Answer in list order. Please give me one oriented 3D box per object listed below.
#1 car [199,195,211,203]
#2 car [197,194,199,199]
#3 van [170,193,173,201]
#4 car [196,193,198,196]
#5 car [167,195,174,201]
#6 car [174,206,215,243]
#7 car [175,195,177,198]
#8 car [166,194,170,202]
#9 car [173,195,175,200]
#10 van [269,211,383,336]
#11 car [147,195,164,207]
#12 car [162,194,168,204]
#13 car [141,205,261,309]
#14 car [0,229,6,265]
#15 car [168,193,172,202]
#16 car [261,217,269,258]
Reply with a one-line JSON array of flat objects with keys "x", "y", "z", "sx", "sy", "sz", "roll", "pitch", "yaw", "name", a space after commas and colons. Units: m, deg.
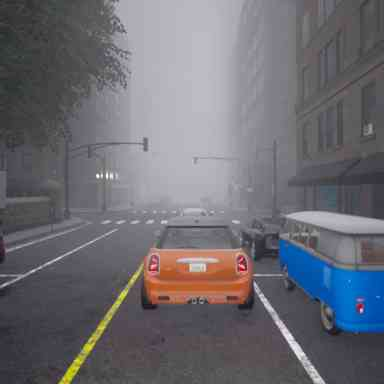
[{"x": 2.841, "y": 1.405, "z": 66.480, "sx": 1.967, "sy": 1.590, "sz": 4.097, "roll": 0, "pitch": 0, "yaw": 0, "name": "car"}, {"x": 2.839, "y": 1.517, "z": 77.378, "sx": 2.008, "sy": 1.369, "sz": 4.403, "roll": 0, "pitch": 0, "yaw": 0, "name": "car"}, {"x": -5.686, "y": 1.306, "z": 71.893, "sx": 1.690, "sy": 1.788, "sz": 3.998, "roll": 0, "pitch": 0, "yaw": 0, "name": "van"}, {"x": 2.835, "y": 1.500, "z": 93.893, "sx": 1.752, "sy": 1.417, "sz": 4.829, "roll": 0, "pitch": 0, "yaw": 0, "name": "car"}, {"x": -5.689, "y": 1.496, "z": 88.076, "sx": 1.752, "sy": 1.417, "sz": 4.829, "roll": 0, "pitch": 0, "yaw": 0, "name": "car"}, {"x": 0.098, "y": 1.519, "z": 16.997, "sx": 1.812, "sy": 1.442, "sz": 4.674, "roll": 0, "pitch": 0, "yaw": 0, "name": "car"}, {"x": -5.688, "y": 1.283, "z": 82.795, "sx": 2.192, "sy": 1.841, "sz": 5.009, "roll": 0, "pitch": 0, "yaw": 0, "name": "car"}, {"x": -5.682, "y": 1.510, "z": 60.992, "sx": 1.887, "sy": 1.381, "sz": 4.507, "roll": 0, "pitch": 0, "yaw": 0, "name": "car"}, {"x": -5.686, "y": 1.517, "z": 77.344, "sx": 2.008, "sy": 1.369, "sz": 4.403, "roll": 0, "pitch": 0, "yaw": 0, "name": "car"}, {"x": 2.855, "y": 1.340, "z": 6.443, "sx": 1.690, "sy": 1.788, "sz": 3.998, "roll": 0, "pitch": 0, "yaw": 0, "name": "van"}, {"x": -5.680, "y": 1.494, "z": 49.920, "sx": 1.752, "sy": 1.417, "sz": 4.829, "roll": 0, "pitch": 0, "yaw": 0, "name": "car"}, {"x": -5.681, "y": 1.517, "z": 55.541, "sx": 2.008, "sy": 1.369, "sz": 4.403, "roll": 0, "pitch": 0, "yaw": 0, "name": "car"}, {"x": 0.100, "y": 1.350, "z": 7.996, "sx": 2.097, "sy": 1.767, "sz": 4.553, "roll": 0, "pitch": 0, "yaw": 0, "name": "car"}, {"x": -5.670, "y": 1.314, "z": 6.401, "sx": 2.192, "sy": 1.841, "sz": 5.009, "roll": 0, "pitch": 0, "yaw": 0, "name": "car"}, {"x": -5.684, "y": 1.510, "z": 66.443, "sx": 1.887, "sy": 1.381, "sz": 4.507, "roll": 0, "pitch": 0, "yaw": 0, "name": "car"}, {"x": 2.854, "y": 1.562, "z": 12.104, "sx": 1.947, "sy": 1.339, "sz": 4.313, "roll": 0, "pitch": 0, "yaw": 0, "name": "car"}]
